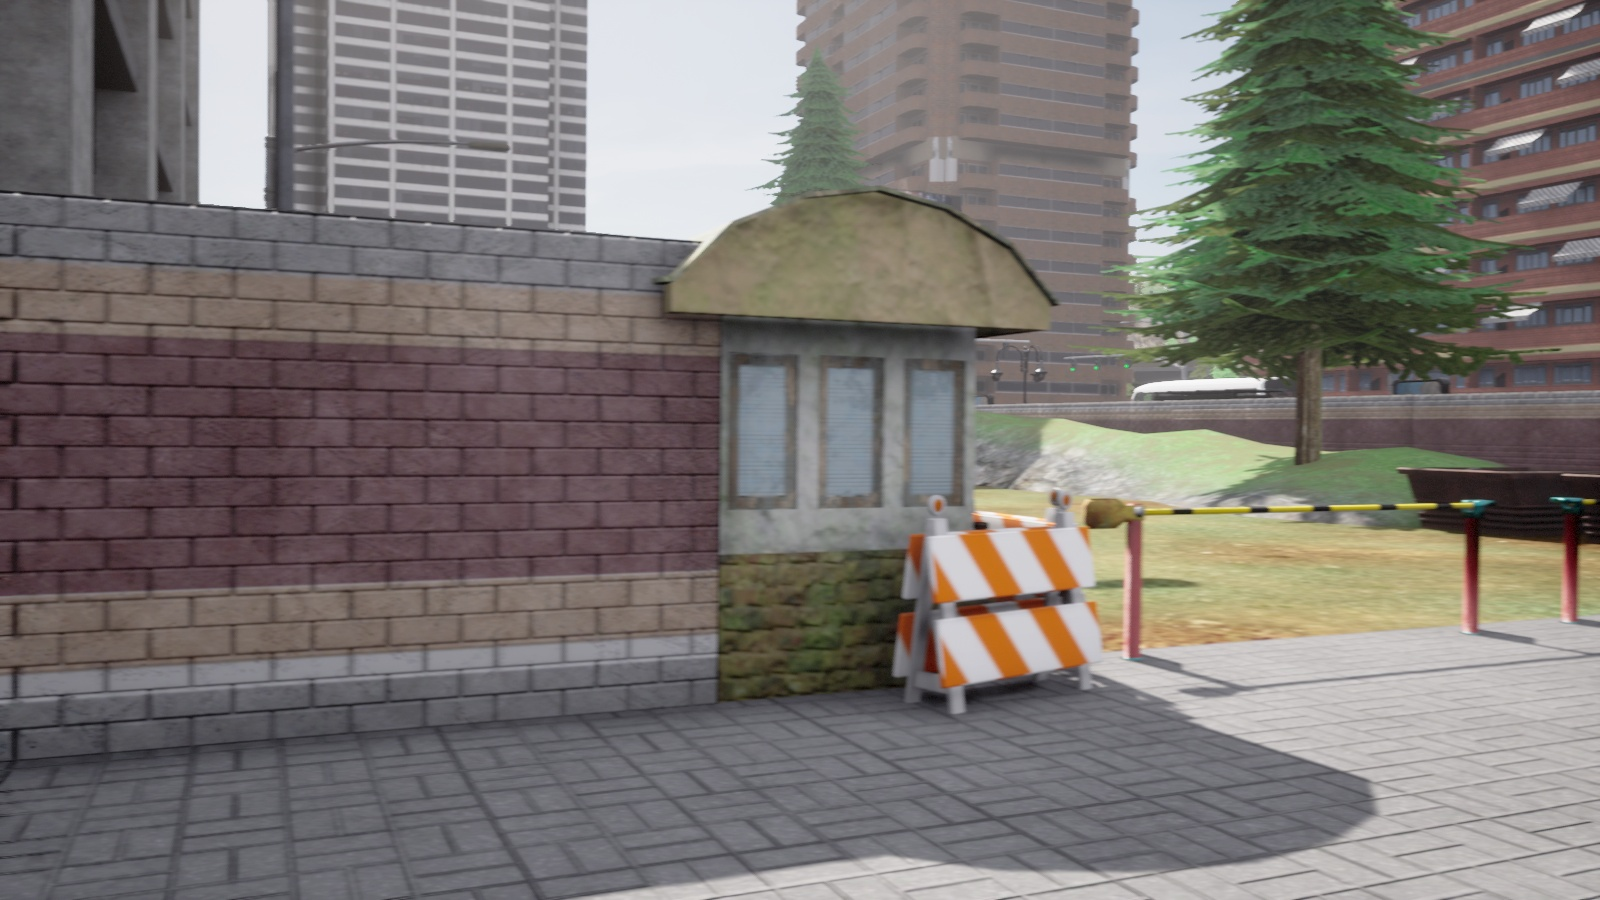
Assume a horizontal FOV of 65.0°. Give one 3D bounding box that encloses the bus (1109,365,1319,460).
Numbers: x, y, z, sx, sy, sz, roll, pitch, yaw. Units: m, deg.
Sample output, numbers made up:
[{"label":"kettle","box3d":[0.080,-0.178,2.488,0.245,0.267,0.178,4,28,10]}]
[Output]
[{"label":"bus","box3d":[20.055,-1.768,61.832,3.944,4.253,10.273,-1,1,-23]}]
